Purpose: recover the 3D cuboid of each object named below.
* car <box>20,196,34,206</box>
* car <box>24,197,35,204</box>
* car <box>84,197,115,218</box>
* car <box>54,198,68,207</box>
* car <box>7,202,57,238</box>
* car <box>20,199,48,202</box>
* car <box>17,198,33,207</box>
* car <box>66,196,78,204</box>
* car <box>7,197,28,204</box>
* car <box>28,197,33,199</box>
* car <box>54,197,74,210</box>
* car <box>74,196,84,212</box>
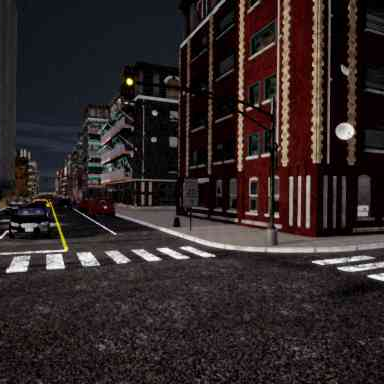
[{"bbox_3d":[-29.158,1.542,58.759,1.967,1.590,4.097,1,0,-24],"label":"car"},{"bbox_3d":[-33.701,1.711,68.983,1.802,1.307,4.206,1,0,-24],"label":"car"},{"bbox_3d":[-8.496,1.440,31.156,2.192,1.841,5.009,1,0,-24],"label":"car"},{"bbox_3d":[-21.906,1.724,55.530,1.994,1.385,4.181,1,0,-24],"label":"car"},{"bbox_3d":[-8.603,1.513,17.850,2.128,1.511,4.902,1,0,-23],"label":"car"},{"bbox_3d":[-12.422,1.571,26.687,1.812,1.442,4.674,1,0,-23],"label":"car"},{"bbox_3d":[-26.885,1.639,53.650,2.008,1.369,4.403,1,0,-24],"label":"car"},{"bbox_3d":[-25.444,1.675,70.410,1.967,1.590,4.097,1,0,-24],"label":"car"},{"bbox_3d":[-20.188,1.597,38.266,2.008,1.369,4.403,1,0,-24],"label":"car"},{"bbox_3d":[-16.545,1.551,36.329,1.882,1.535,5.008,1,0,-24],"label":"car"},{"bbox_3d":[-17.420,1.637,45.483,1.837,1.490,4.892,1,-1,-24],"label":"car"},{"bbox_3d":[-12.960,1.468,41.412,2.192,1.841,5.009,1,0,-24],"label":"car"}]
